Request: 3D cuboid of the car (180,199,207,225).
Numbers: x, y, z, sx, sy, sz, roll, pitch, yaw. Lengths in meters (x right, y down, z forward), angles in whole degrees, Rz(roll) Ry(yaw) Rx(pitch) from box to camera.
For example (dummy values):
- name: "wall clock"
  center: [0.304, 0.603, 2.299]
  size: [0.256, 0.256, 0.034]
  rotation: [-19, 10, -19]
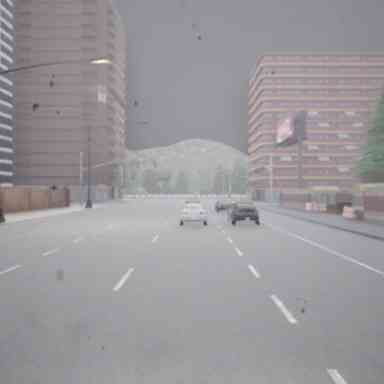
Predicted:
- name: "car"
  center: [0.103, 1.496, 23.562]
  size: [1.812, 1.442, 4.674]
  rotation: [0, 0, 0]

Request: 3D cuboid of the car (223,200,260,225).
- name: "car"
  center: [3.584, 1.475, 23.874]
  size: [1.837, 1.490, 4.892]
  rotation: [0, 0, 0]

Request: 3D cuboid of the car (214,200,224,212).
- name: "car"
  center: [3.578, 1.554, 37.837]
  size: [1.895, 1.301, 4.718]
  rotation: [0, 0, 0]
